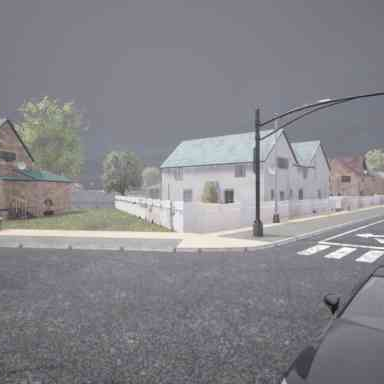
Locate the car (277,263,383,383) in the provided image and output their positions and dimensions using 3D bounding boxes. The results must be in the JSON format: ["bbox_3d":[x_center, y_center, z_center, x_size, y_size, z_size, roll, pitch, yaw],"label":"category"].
[{"bbox_3d":[2.565,1.524,3.471,1.812,1.442,4.674,0,0,42],"label":"car"}]
